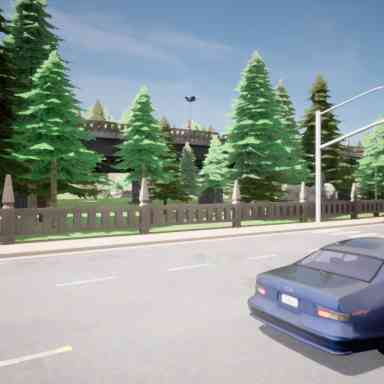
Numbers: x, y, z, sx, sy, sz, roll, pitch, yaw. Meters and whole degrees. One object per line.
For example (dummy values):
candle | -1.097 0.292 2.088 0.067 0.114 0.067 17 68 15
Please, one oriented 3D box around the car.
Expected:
car | 3.496 1.547 5.918 5.357 1.411 2.033 0 0 -31
